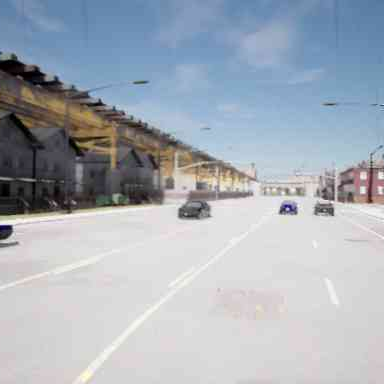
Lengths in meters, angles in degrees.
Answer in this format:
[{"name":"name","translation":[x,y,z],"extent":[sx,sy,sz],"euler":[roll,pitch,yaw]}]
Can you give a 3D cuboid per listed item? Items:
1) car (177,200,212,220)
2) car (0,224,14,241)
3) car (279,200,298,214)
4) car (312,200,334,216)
[{"name":"car","translation":[0.300,1.439,27.834],"extent":[1.882,1.535,5.008],"euler":[1,0,18]},{"name":"car","translation":[-8.551,1.453,11.193],"extent":[1.895,1.301,4.718],"euler":[1,0,16]},{"name":"car","translation":[10.615,1.632,36.600],"extent":[1.812,1.442,4.674],"euler":[1,0,17]},{"name":"car","translation":[13.869,1.646,35.273],"extent":[2.128,1.511,4.902],"euler":[1,0,16]}]
